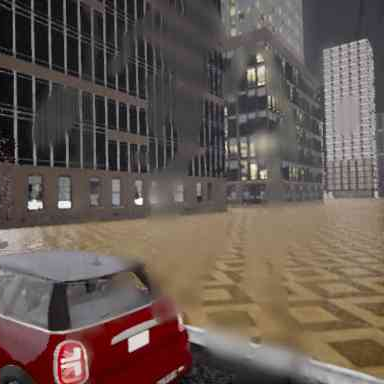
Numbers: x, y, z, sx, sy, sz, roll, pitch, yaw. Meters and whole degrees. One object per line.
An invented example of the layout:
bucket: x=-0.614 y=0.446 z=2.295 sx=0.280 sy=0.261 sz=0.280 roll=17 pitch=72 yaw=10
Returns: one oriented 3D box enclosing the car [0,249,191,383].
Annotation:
car: x=-2.095 y=1.486 z=4.350 sx=4.097 sy=1.590 sz=1.967 roll=-1 pitch=-2 yaw=36
